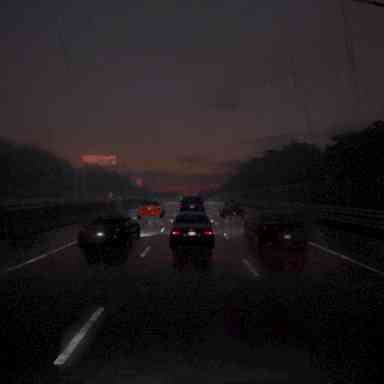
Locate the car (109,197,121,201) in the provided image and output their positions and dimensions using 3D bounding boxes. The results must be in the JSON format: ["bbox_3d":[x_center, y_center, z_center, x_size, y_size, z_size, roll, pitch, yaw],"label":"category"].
[{"bbox_3d":[-17.500,1.888,75.942,1.994,1.385,4.181,0,-1,0],"label":"car"}]

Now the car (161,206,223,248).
[{"bbox_3d":[0.000,1.574,14.651,2.033,1.411,5.357,0,0,0],"label":"car"}]

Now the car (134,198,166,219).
[{"bbox_3d":[-3.500,1.417,29.624,2.097,1.767,4.553,0,0,0],"label":"car"}]

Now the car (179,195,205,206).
[{"bbox_3d":[0.000,1.309,29.684,2.150,2.045,5.566,0,0,0],"label":"car"}]

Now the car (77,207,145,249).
[{"bbox_3d":[-3.500,1.583,14.650,1.994,1.385,4.181,0,0,0],"label":"car"}]

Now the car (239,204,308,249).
[{"bbox_3d":[3.500,1.496,14.651,1.882,1.535,5.008,0,0,0],"label":"car"}]

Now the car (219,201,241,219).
[{"bbox_3d":[3.500,1.547,29.653,2.128,1.511,4.902,0,0,0],"label":"car"}]

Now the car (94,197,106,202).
[{"bbox_3d":[-21.000,1.859,75.942,1.812,1.442,4.674,0,-1,0],"label":"car"}]

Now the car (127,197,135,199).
[{"bbox_3d":[-14.000,1.813,75.943,1.882,1.535,5.008,0,-1,0],"label":"car"}]
